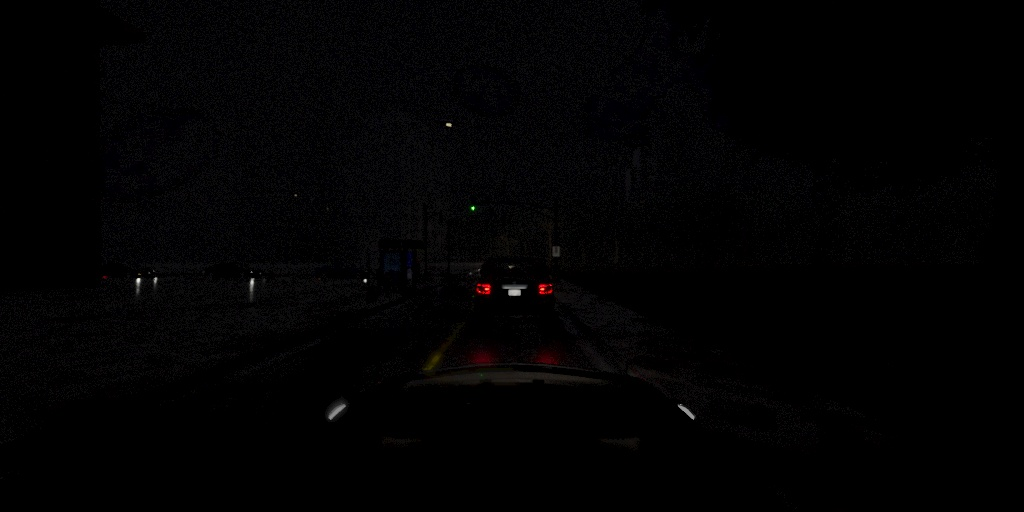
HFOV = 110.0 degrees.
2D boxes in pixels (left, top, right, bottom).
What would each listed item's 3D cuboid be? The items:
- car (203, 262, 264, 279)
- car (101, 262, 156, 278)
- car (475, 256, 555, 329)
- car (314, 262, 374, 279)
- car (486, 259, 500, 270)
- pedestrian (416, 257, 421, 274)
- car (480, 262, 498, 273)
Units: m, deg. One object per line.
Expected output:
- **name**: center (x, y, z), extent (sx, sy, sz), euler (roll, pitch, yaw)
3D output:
- **car**: center (-25.330, 1.342, 32.687), extent (4.892, 1.490, 1.837), euler (0, 0, 1)
- **car**: center (-35.703, 1.315, 32.968), extent (4.892, 1.490, 1.837), euler (0, 0, 2)
- **car**: center (0.098, 1.020, 11.571), extent (2.150, 2.045, 5.566), euler (0, 0, 1)
- **car**: center (-15.144, 1.343, 32.424), extent (5.008, 1.535, 1.882), euler (0, 0, 0)
- **car**: center (-3.045, 1.341, 57.809), extent (2.097, 1.767, 4.553), euler (0, 0, 0)
- **pedestrian**: center (-10.056, 0.999, 38.524), extent (0.375, 1.860, 0.375), euler (0, 0, 1)
- **car**: center (-3.063, 1.499, 47.940), extent (2.033, 1.411, 5.357), euler (0, 0, 0)
